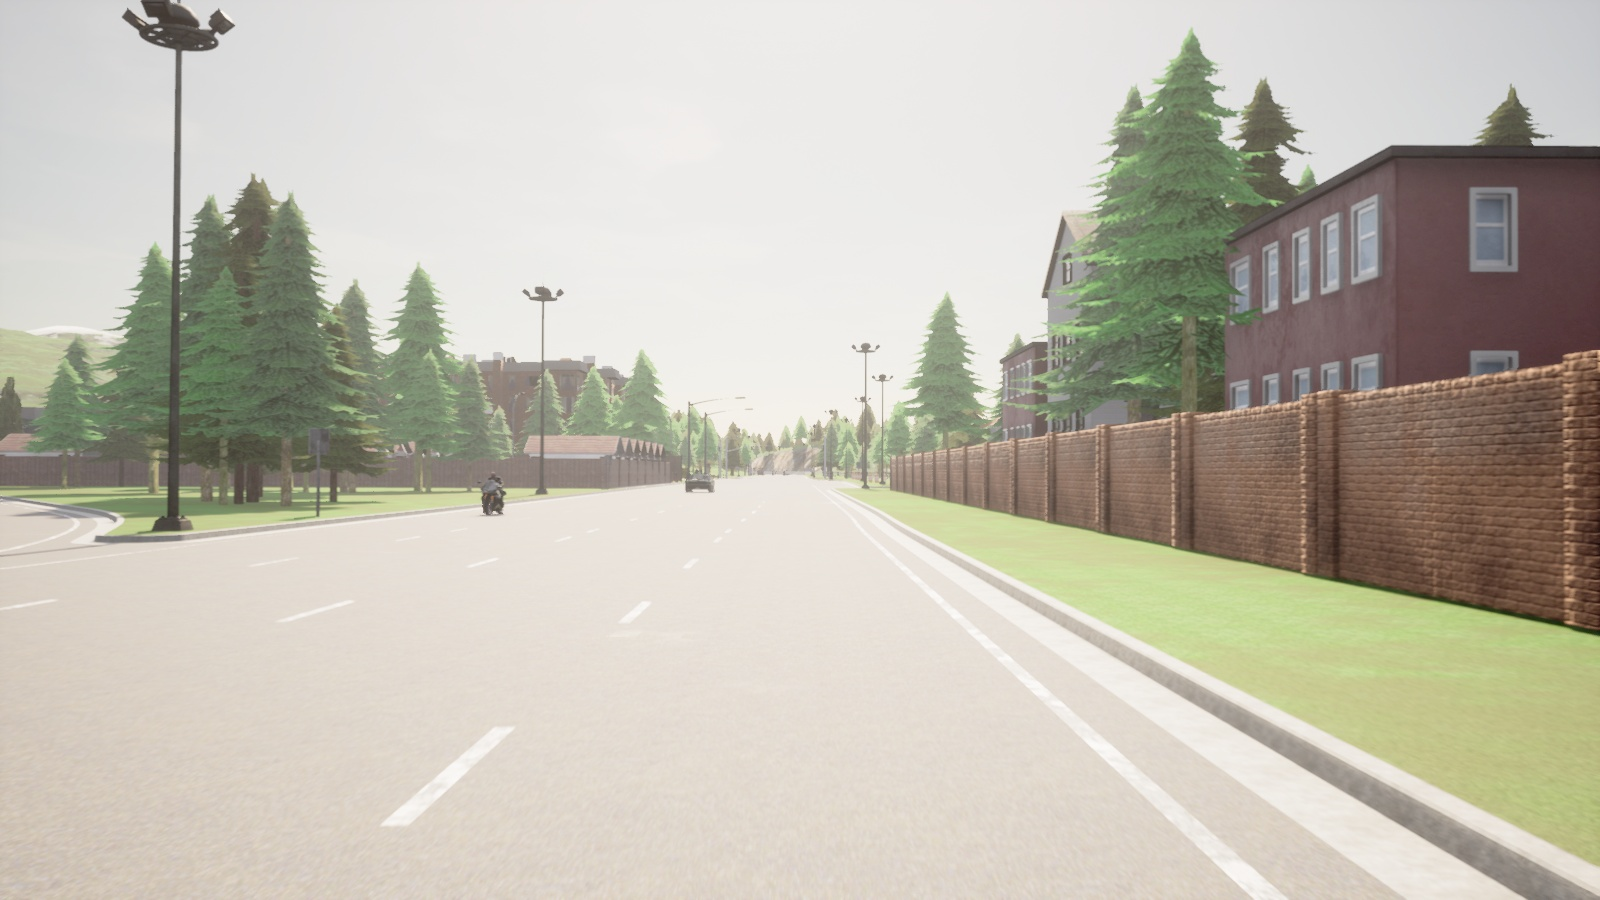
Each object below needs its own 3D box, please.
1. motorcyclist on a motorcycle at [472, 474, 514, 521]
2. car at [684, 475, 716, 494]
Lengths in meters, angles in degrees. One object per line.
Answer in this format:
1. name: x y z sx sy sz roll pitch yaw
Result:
1. motorcyclist on a motorcycle: -10.491 1.604 42.968 0.866 1.530 2.191 0 0 0
2. car: -7.122 2.429 89.573 1.895 1.301 4.718 0 -1 0
